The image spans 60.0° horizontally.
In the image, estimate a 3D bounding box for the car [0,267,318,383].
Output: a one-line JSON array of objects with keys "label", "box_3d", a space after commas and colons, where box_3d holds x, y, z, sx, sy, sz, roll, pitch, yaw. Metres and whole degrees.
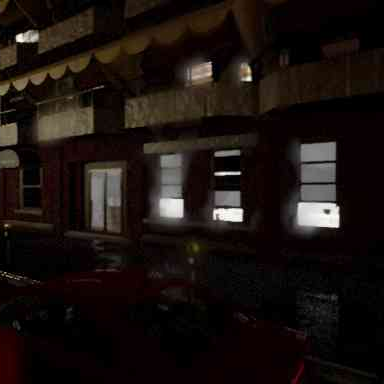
[{"label": "car", "box_3d": [-1.052, 1.528, 3.586, 4.507, 1.381, 1.887, 0, 0, 34]}]
